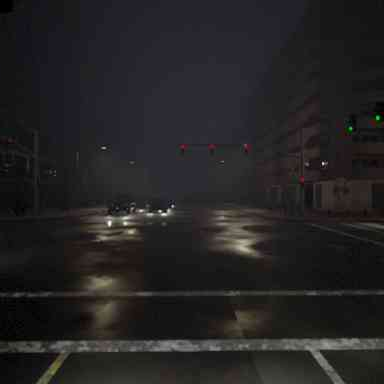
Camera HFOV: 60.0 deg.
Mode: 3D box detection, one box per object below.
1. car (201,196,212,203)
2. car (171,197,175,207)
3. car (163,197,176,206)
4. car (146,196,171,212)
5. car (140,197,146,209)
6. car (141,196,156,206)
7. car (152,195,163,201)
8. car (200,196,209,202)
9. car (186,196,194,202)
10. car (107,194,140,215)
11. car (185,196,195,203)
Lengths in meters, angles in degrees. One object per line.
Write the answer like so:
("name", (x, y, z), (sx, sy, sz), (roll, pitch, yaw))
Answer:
("car", (3.063, 1.606, 68.548), (1.994, 1.385, 4.181), (0, 0, 0))
("car", (-3.891, 1.521, 48.217), (2.128, 1.511, 4.902), (0, 0, 0))
("car", (-3.947, 1.599, 58.233), (1.994, 1.385, 4.181), (0, 0, -1))
("car", (-3.830, 1.501, 38.730), (1.882, 1.535, 5.008), (0, 0, 0))
("car", (-7.375, 1.505, 45.180), (1.882, 1.535, 5.008), (0, 0, 0))
("car", (-7.439, 1.538, 57.287), (1.837, 1.490, 4.892), (0, 0, 0))
("car", (-7.465, 1.254, 72.744), (1.895, 1.301, 4.718), (0, 0, 0))
("car", (2.998, 1.639, 78.492), (1.895, 1.301, 4.718), (0, 0, 0))
("car", (-0.502, 1.596, 78.438), (1.994, 1.385, 4.181), (0, 0, 0))
("car", (-7.309, 1.243, 35.177), (2.150, 2.045, 5.566), (0, 0, 0))
("car", (-0.434, 1.567, 68.128), (1.812, 1.442, 4.674), (0, 0, 0))
